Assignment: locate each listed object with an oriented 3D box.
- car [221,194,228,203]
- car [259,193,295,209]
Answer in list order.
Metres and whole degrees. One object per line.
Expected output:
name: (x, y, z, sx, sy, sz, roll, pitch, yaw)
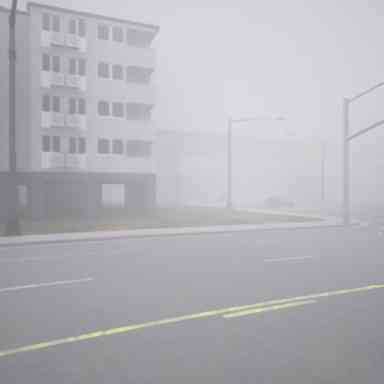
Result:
car: (6.230, 1.202, 61.695, 2.128, 1.511, 4.902, 0, 0, 5)
car: (11.207, 1.299, 42.910, 1.837, 1.490, 4.892, 0, 0, -22)
